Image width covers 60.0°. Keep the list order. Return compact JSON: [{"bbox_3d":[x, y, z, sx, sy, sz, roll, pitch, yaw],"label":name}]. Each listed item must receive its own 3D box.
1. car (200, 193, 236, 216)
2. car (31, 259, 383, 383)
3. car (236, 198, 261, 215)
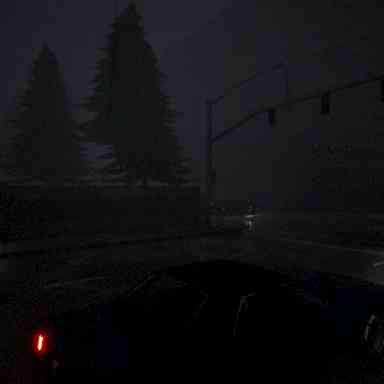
[{"bbox_3d":[1.220,1.127,31.656,2.150,2.045,5.566,-1,0,-35],"label":"car"},{"bbox_3d":[0.668,1.578,4.259,4.718,1.301,1.895,-1,0,-35],"label":"car"},{"bbox_3d":[4.634,1.383,32.912,1.837,1.490,4.892,-1,0,-35],"label":"car"}]
